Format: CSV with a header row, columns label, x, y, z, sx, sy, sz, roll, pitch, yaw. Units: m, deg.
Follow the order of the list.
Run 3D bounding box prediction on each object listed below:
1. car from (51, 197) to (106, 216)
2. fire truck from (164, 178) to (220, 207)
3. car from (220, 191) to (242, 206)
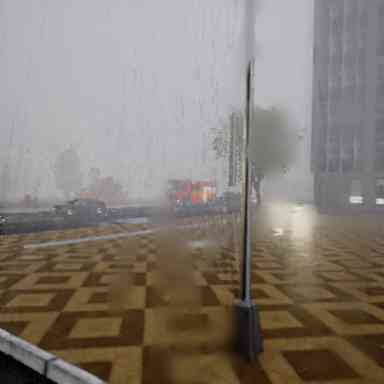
label,x,y,z,sx,sy,sz,roll,pitch,yaw
car,-9.839,1.252,29.168,1.837,1.490,4.892,2,1,38
fire truck,-0.033,-0.007,46.689,2.891,3.827,8.468,2,1,38
car,5.581,0.953,48.662,2.150,2.045,5.566,2,1,39
